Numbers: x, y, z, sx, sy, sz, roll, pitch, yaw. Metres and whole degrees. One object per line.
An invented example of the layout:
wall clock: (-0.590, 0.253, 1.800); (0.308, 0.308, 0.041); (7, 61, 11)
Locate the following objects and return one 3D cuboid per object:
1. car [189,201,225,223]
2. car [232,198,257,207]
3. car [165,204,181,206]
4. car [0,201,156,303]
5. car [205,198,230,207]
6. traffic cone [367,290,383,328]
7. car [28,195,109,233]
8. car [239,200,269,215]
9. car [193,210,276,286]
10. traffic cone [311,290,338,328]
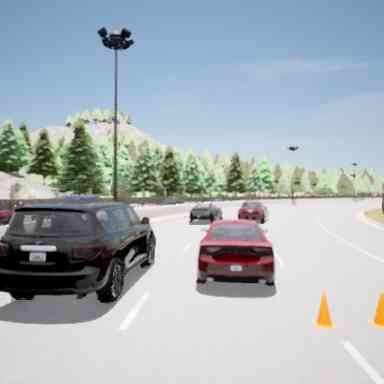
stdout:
car: (1.188, 1.612, 26.556); (2.128, 1.511, 4.902); (0, 0, 16)
car: (9.373, 1.859, 59.126); (2.033, 1.411, 5.357); (0, 0, 36)
car: (-3.359, 1.701, 52.047); (1.837, 1.490, 4.892); (0, 0, 29)
car: (-2.449, 1.241, 8.482); (2.150, 2.045, 5.566); (0, 0, 5)
car: (4.547, 1.823, 58.373); (2.033, 1.411, 5.357); (0, 0, 34)
traffic cone: (3.282, 2.002, 5.756); (0.340, 0.580, 0.340); (0, 0, -1)
car: (-7.632, 1.261, 21.325); (2.150, 2.045, 5.566); (0, 0, 13)
car: (5.046, 1.500, 27.128); (2.097, 1.767, 4.553); (0, 0, 17)
car: (1.243, 1.527, 9.723); (1.882, 1.535, 5.008); (0, 0, 6)
traffic cone: (2.282, 1.995, 5.743); (0.340, 0.580, 0.340); (0, 0, -1)
